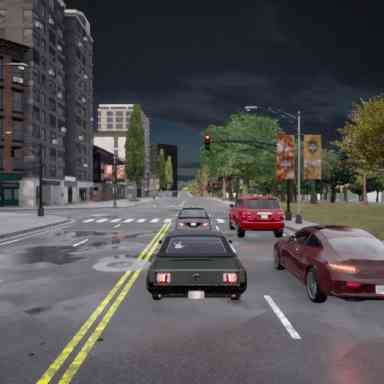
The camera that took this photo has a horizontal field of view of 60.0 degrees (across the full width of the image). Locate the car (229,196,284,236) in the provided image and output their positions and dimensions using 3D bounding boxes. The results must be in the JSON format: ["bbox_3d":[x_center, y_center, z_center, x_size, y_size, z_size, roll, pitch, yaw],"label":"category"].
[{"bbox_3d":[3.309,1.217,17.877,2.150,2.045,5.566,0,0,0],"label":"car"}]

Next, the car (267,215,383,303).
[{"bbox_3d":[3.334,1.524,8.065,1.812,1.442,4.674,0,0,0],"label":"car"}]

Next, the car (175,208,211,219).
[{"bbox_3d":[0.060,1.543,17.916,2.033,1.411,5.357,0,0,0],"label":"car"}]

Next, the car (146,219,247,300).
[{"bbox_3d":[0.081,1.599,8.324,1.895,1.301,4.718,0,0,0],"label":"car"}]
